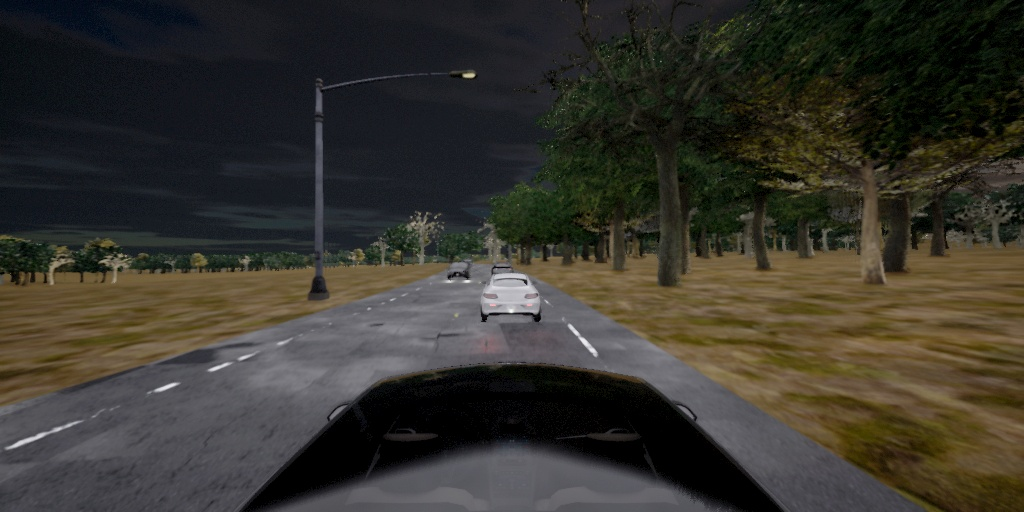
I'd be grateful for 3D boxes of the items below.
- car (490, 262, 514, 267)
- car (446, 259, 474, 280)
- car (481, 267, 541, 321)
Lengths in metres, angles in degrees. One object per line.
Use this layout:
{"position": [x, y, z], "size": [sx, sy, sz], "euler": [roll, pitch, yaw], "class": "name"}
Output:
{"position": [-0.871, 1.268, 31.047], "size": [2.128, 1.511, 4.902], "euler": [0, 0, -3], "class": "car"}
{"position": [-4.624, 1.275, 31.855], "size": [1.837, 1.490, 4.892], "euler": [0, 0, -4], "class": "car"}
{"position": [-0.082, 1.286, 12.354], "size": [1.812, 1.442, 4.674], "euler": [0, 0, -2], "class": "car"}
